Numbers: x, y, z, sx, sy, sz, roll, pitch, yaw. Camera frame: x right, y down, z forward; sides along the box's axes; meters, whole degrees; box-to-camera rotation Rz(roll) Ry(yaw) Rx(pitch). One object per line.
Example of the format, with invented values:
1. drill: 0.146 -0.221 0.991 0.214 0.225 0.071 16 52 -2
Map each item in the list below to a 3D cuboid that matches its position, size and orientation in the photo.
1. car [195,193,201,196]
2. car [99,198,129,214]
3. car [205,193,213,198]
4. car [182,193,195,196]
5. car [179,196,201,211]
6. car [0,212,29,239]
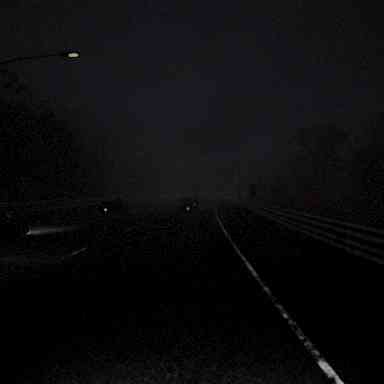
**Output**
1. car: 1.287 0.993 94.895 1.837 1.490 4.892 0 0 10
2. car: -7.598 1.336 32.644 1.837 1.490 4.892 0 0 6
3. car: 4.933 0.982 95.370 1.837 1.490 4.892 0 0 10
4. car: -1.103 1.206 57.590 1.812 1.442 4.674 0 0 8
5. car: -0.124 1.391 37.004 1.895 1.301 4.718 0 0 6
6. car: -9.209 1.495 14.864 1.994 1.385 4.181 0 0 5
